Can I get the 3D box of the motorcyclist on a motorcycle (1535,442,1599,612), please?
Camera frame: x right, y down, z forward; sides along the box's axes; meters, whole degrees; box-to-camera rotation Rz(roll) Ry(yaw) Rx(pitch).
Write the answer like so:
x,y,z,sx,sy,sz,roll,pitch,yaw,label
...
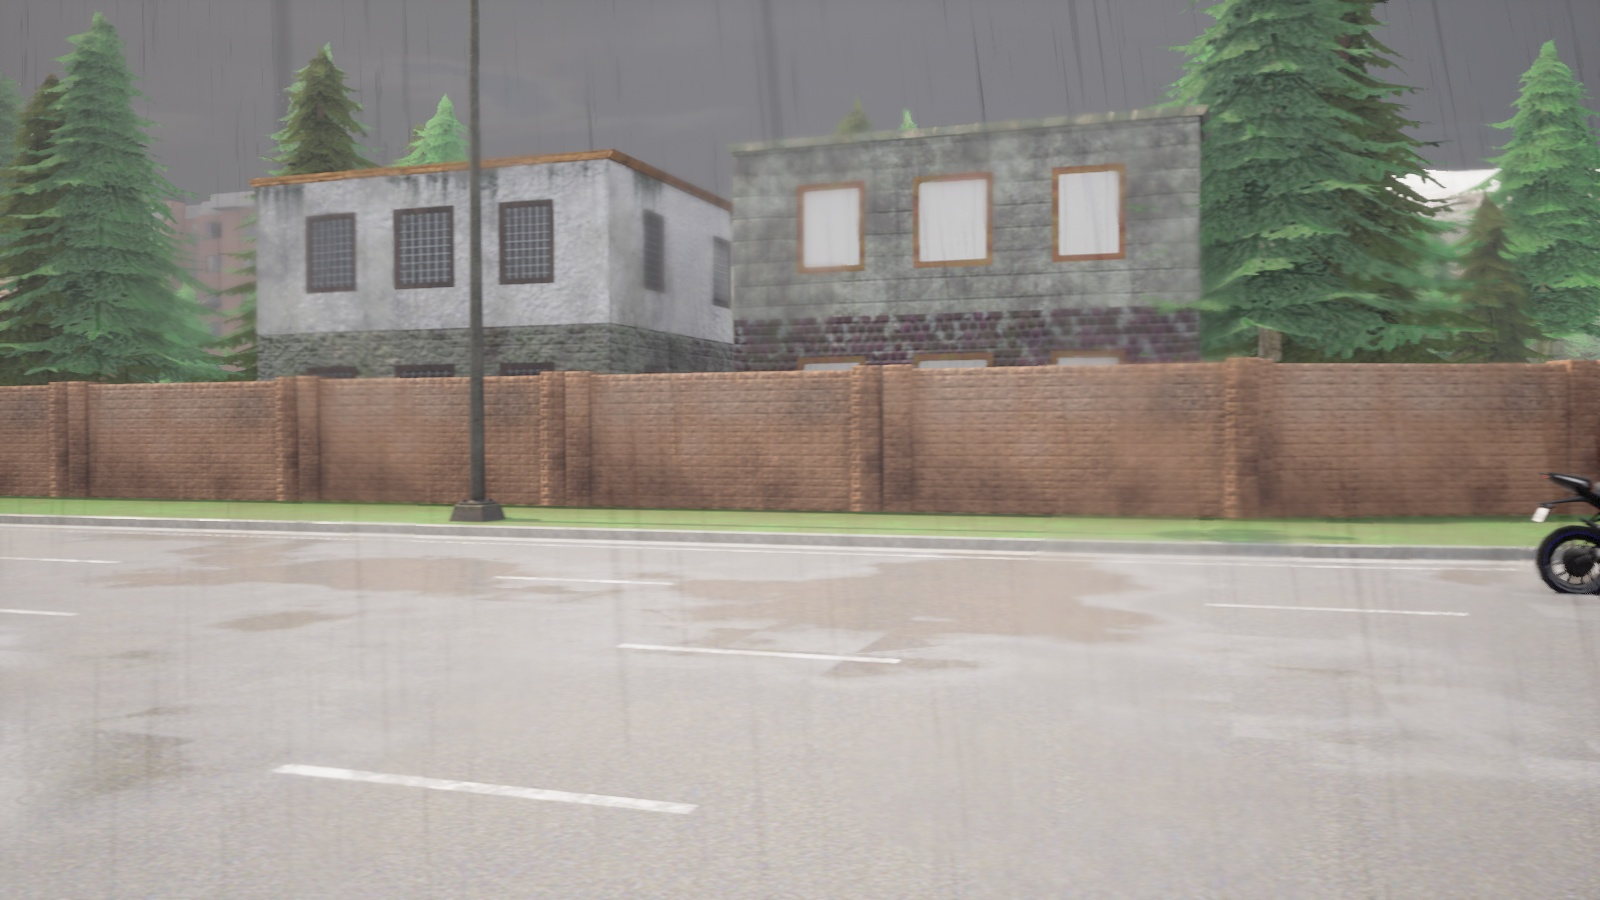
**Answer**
x,y,z,sx,sy,sz,roll,pitch,yaw,label
8.114,0.707,11.541,2.191,1.530,0.866,1,1,19,motorcyclist on a motorcycle
